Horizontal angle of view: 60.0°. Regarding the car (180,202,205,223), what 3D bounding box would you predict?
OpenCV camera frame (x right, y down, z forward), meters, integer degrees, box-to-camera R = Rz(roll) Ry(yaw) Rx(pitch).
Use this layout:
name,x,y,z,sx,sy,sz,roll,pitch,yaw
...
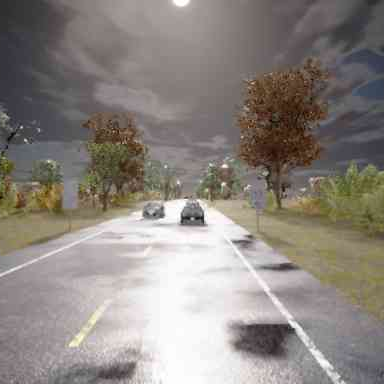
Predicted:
name,x,y,z,sx,sy,sz,roll,pitch,yaw
car,0.059,1.710,26.880,1.895,1.301,4.718,0,0,0

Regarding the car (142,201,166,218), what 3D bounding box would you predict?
name,x,y,z,sx,sy,sz,roll,pitch,yaw
car,-3.541,1.627,31.593,2.128,1.511,4.902,0,0,0

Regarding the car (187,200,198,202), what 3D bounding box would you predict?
name,x,y,z,sx,sy,sz,roll,pitch,yaw
car,0.080,1.740,44.556,1.812,1.442,4.674,0,0,0
